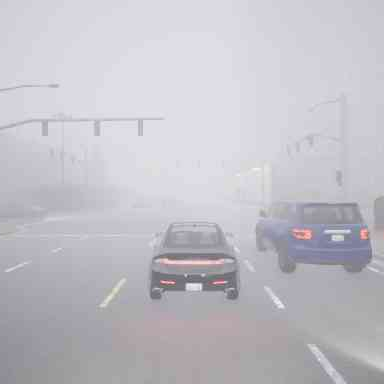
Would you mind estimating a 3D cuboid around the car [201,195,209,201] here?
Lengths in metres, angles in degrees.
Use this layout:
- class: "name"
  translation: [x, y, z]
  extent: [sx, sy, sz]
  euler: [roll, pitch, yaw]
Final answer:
- class: "car"
  translation: [3.485, 1.525, 88.830]
  extent: [2.128, 1.511, 4.902]
  euler: [0, 0, 0]

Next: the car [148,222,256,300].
- class: "car"
  translation: [0.055, 1.492, 8.396]
  extent: [2.128, 1.511, 4.902]
  euler: [0, 0, 0]

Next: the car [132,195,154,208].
- class: "car"
  translation: [-7.153, 1.352, 47.272]
  extent: [2.097, 1.767, 4.553]
  euler: [0, 0, 2]

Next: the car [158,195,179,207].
- class: "car"
  translation: [-3.595, 1.547, 51.890]
  extent: [2.033, 1.411, 5.357]
  euler: [0, 0, 0]

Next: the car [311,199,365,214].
- class: "car"
  translation: [15.577, 1.560, 35.638]
  extent: [4.892, 1.490, 1.837]
  euler: [0, 0, 0]

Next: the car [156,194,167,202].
- class: "car"
  translation: [-7.013, 1.355, 76.464]
  extent: [2.097, 1.767, 4.553]
  euler: [0, 0, 0]

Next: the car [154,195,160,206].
- class: "car"
  translation: [-7.094, 1.352, 56.096]
  extent: [2.097, 1.767, 4.553]
  euler: [0, 0, 0]

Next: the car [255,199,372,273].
- class: "car"
  translation: [3.570, 1.221, 10.841]
  extent: [2.150, 2.045, 5.566]
  euler: [0, 0, 0]

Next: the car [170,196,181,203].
- class: "car"
  translation: [-3.512, 1.540, 71.885]
  extent: [2.033, 1.411, 5.357]
  euler: [0, 0, 0]

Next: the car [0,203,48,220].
- class: "car"
  translation: [-14.622, 1.616, 28.517]
  extent: [4.181, 1.385, 1.994]
  euler: [0, 0, -2]
